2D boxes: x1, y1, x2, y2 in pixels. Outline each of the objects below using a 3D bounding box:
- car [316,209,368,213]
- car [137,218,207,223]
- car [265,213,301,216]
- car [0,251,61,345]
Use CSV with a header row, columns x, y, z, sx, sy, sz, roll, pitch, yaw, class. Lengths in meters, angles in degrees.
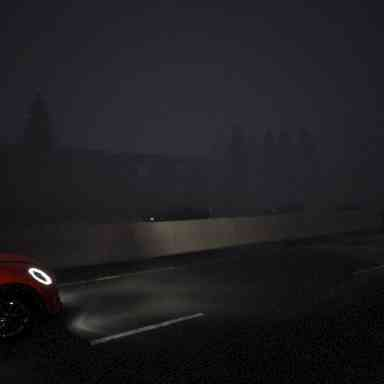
x,y,z,sx,sy,sz,roll,pitch,yaw,class
11.292,1.601,24.965,5.357,1.411,2.033,0,0,-36,car
-1.012,1.517,20.467,4.902,1.511,2.128,0,0,-36,car
8.739,1.540,31.760,5.008,1.535,1.882,0,0,-37,car
-4.417,1.350,4.896,4.553,1.767,2.097,0,0,-36,car
